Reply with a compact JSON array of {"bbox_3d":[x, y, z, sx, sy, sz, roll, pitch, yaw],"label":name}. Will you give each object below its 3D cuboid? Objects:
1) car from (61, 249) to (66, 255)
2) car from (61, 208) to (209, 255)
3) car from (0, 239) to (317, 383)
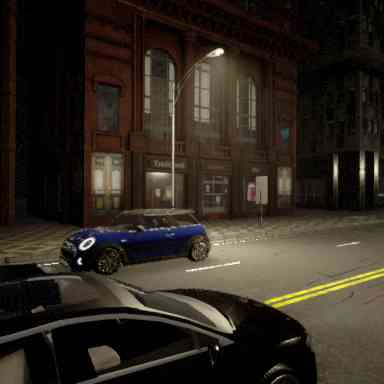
[{"bbox_3d":[-4.446,1.601,4.519,4.718,1.301,1.895,0,0,-35],"label":"car"},{"bbox_3d":[-1.673,1.350,10.449,4.553,1.767,2.097,0,0,-35],"label":"car"},{"bbox_3d":[-0.959,1.492,2.756,4.902,1.511,2.128,0,0,-35],"label":"car"}]
